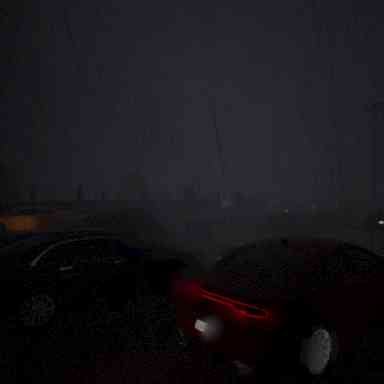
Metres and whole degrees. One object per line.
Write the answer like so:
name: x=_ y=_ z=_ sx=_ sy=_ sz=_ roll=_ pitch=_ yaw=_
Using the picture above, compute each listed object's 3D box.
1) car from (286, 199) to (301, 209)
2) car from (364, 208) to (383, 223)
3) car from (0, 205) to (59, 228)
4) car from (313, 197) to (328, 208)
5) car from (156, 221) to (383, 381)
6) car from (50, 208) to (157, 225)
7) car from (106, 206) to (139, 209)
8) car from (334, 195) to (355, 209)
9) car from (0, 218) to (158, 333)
car: x=15.723 y=1.784 z=51.392 sx=1.812 sy=1.442 sz=4.674 roll=0 pitch=0 yaw=24
car: x=11.487 y=1.608 z=19.259 sx=1.994 sy=1.385 sz=4.181 roll=0 pitch=0 yaw=42
car: x=-9.419 y=1.545 z=18.999 sx=5.008 sy=1.535 sz=1.882 roll=0 pitch=0 yaw=-39
car: x=20.486 y=1.861 z=53.620 sx=1.895 sy=1.301 sz=4.718 roll=0 pitch=-1 yaw=22
car: x=2.065 y=1.487 z=5.594 sx=5.008 sy=1.535 sz=1.882 roll=0 pitch=0 yaw=-38
car: x=-3.659 y=1.611 z=14.700 sx=4.181 sy=1.385 sz=1.994 roll=0 pitch=0 yaw=-40
car: x=-4.209 y=1.567 z=18.787 sx=4.892 sy=1.490 sz=1.837 roll=0 pitch=0 yaw=-41
car: x=21.819 y=1.430 z=47.821 sx=2.150 sy=2.045 sz=5.566 roll=0 pitch=0 yaw=25
car: x=-1.902 y=1.526 z=6.912 sx=4.892 sy=1.490 sz=1.837 roll=0 pitch=0 yaw=-37
